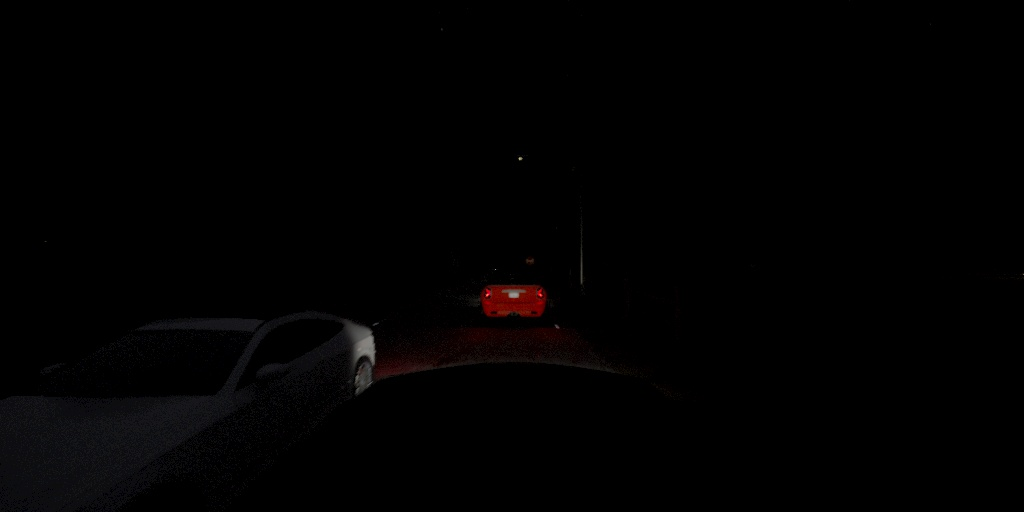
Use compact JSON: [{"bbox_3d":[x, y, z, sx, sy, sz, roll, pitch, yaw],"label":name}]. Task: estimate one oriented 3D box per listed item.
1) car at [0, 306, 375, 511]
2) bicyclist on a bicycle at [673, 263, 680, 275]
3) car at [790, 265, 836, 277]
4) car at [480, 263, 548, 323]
[{"bbox_3d":[-2.865,1.287,3.488,1.812,1.442,4.674,0,-1,0],"label":"car"},{"bbox_3d":[19.739,1.696,43.109,0.582,1.620,1.656,0,-1,0],"label":"bicyclist on a bicycle"},{"bbox_3d":[38.918,1.885,46.367,5.008,1.535,1.882,0,-2,0],"label":"car"},{"bbox_3d":[0.048,1.220,12.841,2.097,1.767,4.553,0,-1,0],"label":"car"}]
